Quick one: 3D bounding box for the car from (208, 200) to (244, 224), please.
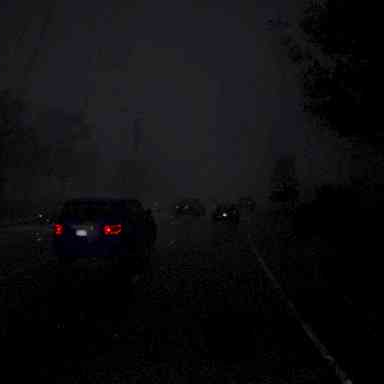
[{"bbox_3d":[2.584,1.539,24.745,1.994,1.385,4.181,0,0,10],"label":"car"}]

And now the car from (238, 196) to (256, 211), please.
[{"bbox_3d":[6.742,1.317,41.421,2.097,1.767,4.553,0,0,17],"label":"car"}]

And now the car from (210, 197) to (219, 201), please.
[{"bbox_3d":[3.544,1.517,62.879,1.895,1.301,4.718,0,0,25],"label":"car"}]

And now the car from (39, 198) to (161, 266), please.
[{"bbox_3d":[-2.766,1.200,11.704,2.150,2.045,5.566,0,0,5],"label":"car"}]

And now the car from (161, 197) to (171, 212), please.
[{"bbox_3d":[-2.374,1.294,35.666,2.097,1.767,4.553,0,0,15],"label":"car"}]

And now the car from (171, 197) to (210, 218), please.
[{"bbox_3d":[-0.025,1.312,29.546,2.097,1.767,4.553,0,0,11],"label":"car"}]
